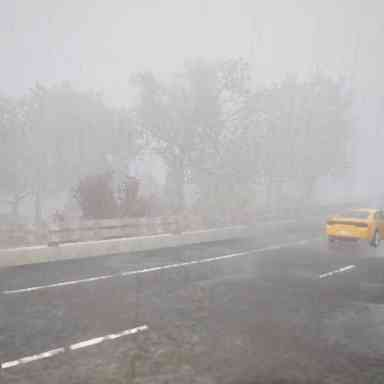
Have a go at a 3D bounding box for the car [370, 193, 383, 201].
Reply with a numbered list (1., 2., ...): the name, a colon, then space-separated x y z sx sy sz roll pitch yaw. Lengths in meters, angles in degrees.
1. car: 43.720 1.188 79.669 2.150 2.045 5.566 0 0 4

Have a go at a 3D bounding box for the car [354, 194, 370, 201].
1. car: 40.241 1.520 80.038 1.994 1.385 4.181 0 0 4

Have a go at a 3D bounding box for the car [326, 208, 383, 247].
1. car: 7.922 1.483 15.180 5.008 1.535 1.882 0 0 -44
